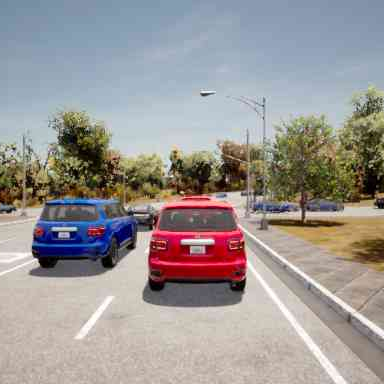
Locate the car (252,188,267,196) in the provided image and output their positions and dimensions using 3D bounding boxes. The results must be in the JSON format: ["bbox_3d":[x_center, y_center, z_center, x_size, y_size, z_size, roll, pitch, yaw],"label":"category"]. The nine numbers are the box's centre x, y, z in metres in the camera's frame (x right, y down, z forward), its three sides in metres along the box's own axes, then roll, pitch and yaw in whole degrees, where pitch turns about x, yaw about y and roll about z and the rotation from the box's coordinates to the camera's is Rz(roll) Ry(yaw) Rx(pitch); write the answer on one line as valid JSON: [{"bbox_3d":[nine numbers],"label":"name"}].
[{"bbox_3d":[17.588,-0.079,85.035,2.150,2.045,5.566,0,3,33],"label":"car"}]

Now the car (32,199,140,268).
[{"bbox_3d":[-3.350,1.235,11.475,2.150,2.045,5.566,0,0,1],"label":"car"}]

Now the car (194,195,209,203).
[{"bbox_3d":[1.999,1.356,69.430,1.812,1.442,4.674,0,2,21],"label":"car"}]

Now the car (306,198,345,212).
[{"bbox_3d":[15.745,1.614,39.374,4.181,1.385,1.994,-1,0,4],"label":"car"}]

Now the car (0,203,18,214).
[{"bbox_3d":[-22.982,1.815,38.022,5.357,1.411,2.033,-2,0,3],"label":"car"}]

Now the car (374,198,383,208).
[{"bbox_3d":[26.241,1.060,42.249,5.566,2.045,2.150,-2,0,3],"label":"car"}]

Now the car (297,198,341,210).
[{"bbox_3d":[16.275,1.562,42.850,4.892,1.490,1.837,-1,0,3],"label":"car"}]

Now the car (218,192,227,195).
[{"bbox_3d":[7.143,0.761,80.773,1.812,1.442,4.674,0,3,26],"label":"car"}]

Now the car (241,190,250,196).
[{"bbox_3d":[14.273,0.262,86.320,2.128,1.511,4.902,0,3,33],"label":"car"}]

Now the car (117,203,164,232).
[{"bbox_3d":[-3.163,1.536,21.327,2.128,1.511,4.902,0,0,1],"label":"car"}]

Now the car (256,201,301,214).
[{"bbox_3d":[9.035,1.567,36.229,5.008,1.535,1.882,0,1,11],"label":"car"}]

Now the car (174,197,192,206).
[{"bbox_3d":[-1.502,1.662,59.003,1.994,1.385,4.181,0,1,16],"label":"car"}]

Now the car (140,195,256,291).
[{"bbox_3d":[0.131,1.230,9.195,2.150,2.045,5.566,0,0,0],"label":"car"}]
